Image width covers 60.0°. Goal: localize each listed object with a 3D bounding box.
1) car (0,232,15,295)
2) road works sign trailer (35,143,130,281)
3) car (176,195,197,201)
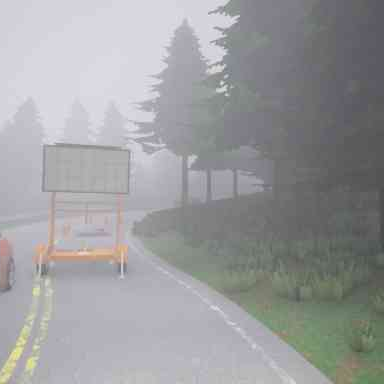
[{"bbox_3d":[-4.409,1.275,5.464,2.097,1.767,4.553,1,0,-18],"label":"car"},{"bbox_3d":[-3.089,0.424,9.784,2.380,3.560,2.880,2,0,-15],"label":"road works sign trailer"},{"bbox_3d":[-0.621,1.135,44.071,1.882,1.535,5.008,-3,-1,32],"label":"car"}]
